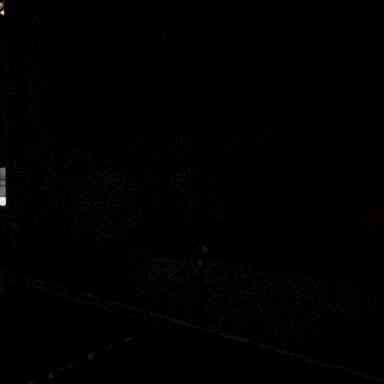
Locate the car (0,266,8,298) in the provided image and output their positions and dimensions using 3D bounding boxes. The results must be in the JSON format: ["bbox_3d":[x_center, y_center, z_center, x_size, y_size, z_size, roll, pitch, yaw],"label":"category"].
[{"bbox_3d":[-5.673,1.493,6.916,4.829,1.417,1.752,0,0,35],"label":"car"}]
